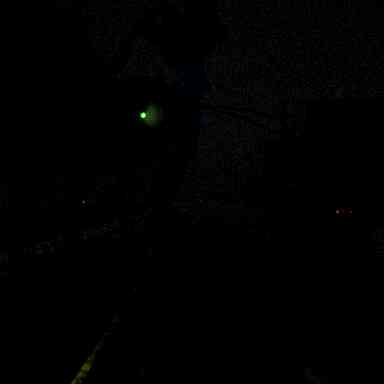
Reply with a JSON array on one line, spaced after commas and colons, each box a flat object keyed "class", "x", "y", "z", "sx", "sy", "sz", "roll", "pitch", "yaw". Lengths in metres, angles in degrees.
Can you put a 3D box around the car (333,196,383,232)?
[{"class": "car", "x": 11.440, "y": 1.273, "z": 20.031, "sx": 5.566, "sy": 2.045, "sz": 2.150, "roll": 0, "pitch": -1, "yaw": 0}]
